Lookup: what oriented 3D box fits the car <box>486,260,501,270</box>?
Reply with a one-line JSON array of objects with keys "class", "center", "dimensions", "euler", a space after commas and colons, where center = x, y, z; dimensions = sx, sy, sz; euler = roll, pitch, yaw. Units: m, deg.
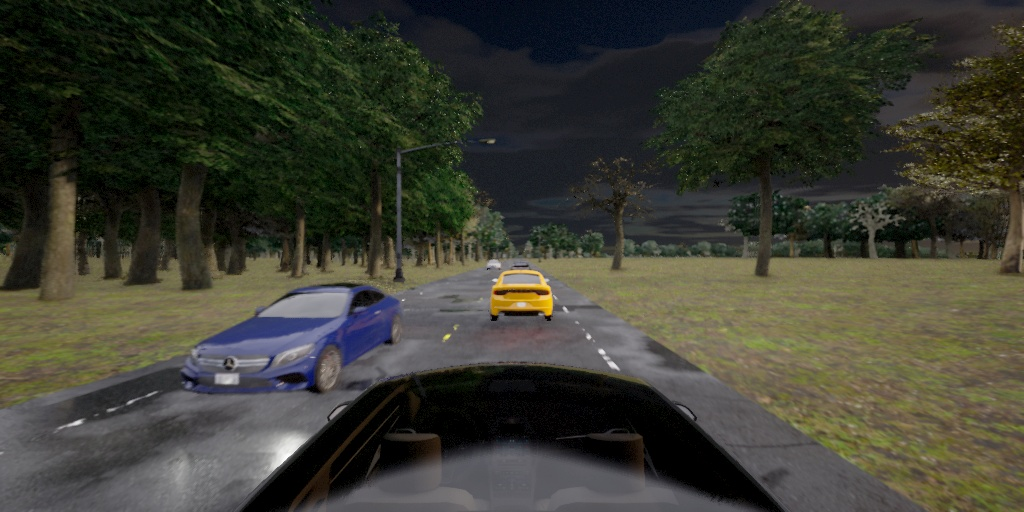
[{"class": "car", "center": [-2.496, 1.275, 49.935], "dimensions": [1.812, 1.442, 4.674], "euler": [0, 0, 2]}]

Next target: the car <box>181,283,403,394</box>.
[{"class": "car", "center": [-3.518, 1.282, 6.826], "dimensions": [1.812, 1.442, 4.674], "euler": [0, 0, 1]}]

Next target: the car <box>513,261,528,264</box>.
[{"class": "car", "center": [0.797, 1.244, 33.236], "dimensions": [2.128, 1.511, 4.902], "euler": [0, 0, 1]}]

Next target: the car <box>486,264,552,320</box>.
[{"class": "car", "center": [0.318, 1.231, 12.686], "dimensions": [1.882, 1.535, 5.008], "euler": [0, 0, 1]}]
